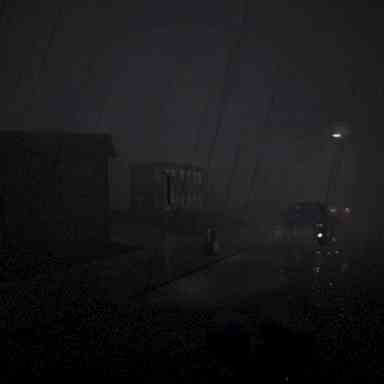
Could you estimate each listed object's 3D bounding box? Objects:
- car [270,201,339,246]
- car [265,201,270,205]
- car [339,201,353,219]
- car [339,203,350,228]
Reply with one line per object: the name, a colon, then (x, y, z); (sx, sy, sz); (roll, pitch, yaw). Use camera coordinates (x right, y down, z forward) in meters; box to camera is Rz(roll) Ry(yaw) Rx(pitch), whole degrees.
car: (6.028, 1.515, 17.294); (2.150, 2.045, 5.566); (-2, -2, 28)
car: (10.916, 2.217, 54.001); (3.633, 1.501, 1.845); (-2, -2, 28)
car: (15.565, 1.848, 34.842); (2.097, 1.767, 4.553); (-2, -2, 29)
car: (10.767, 1.886, 26.019); (2.128, 1.511, 4.902); (-2, -2, 29)
